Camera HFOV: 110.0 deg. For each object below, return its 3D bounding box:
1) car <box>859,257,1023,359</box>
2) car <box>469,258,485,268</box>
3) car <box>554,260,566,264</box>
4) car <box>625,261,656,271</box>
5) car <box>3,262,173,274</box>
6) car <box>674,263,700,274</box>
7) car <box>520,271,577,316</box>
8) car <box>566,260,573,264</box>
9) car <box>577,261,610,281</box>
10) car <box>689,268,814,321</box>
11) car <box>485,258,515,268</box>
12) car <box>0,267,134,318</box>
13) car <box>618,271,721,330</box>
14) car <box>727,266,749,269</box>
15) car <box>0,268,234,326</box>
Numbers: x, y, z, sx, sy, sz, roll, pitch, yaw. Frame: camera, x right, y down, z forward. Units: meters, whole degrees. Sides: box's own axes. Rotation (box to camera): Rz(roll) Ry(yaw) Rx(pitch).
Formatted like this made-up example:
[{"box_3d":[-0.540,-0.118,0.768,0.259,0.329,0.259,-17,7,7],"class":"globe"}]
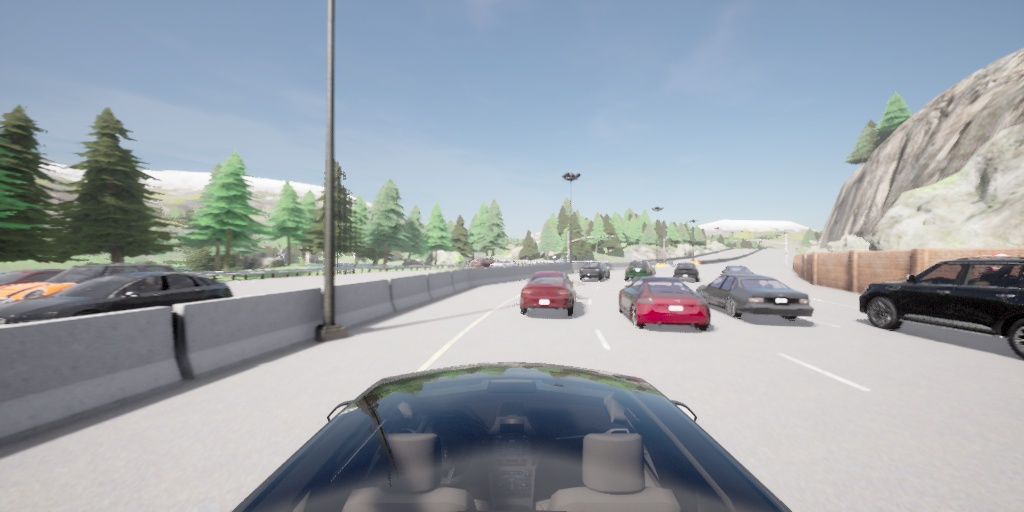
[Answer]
[{"box_3d":[11.108,1.041,8.148,2.150,2.045,5.566,0,0,7],"class":"car"},{"box_3d":[-4.274,1.113,52.907,2.097,1.767,4.553,0,0,36],"class":"car"},{"box_3d":[8.379,1.386,58.054,2.033,1.411,5.357,0,0,38],"class":"car"},{"box_3d":[11.069,1.187,30.752,2.097,1.767,4.553,0,0,26],"class":"car"},{"box_3d":[-13.178,1.032,11.466,2.097,1.767,4.553,0,0,8],"class":"car"},{"box_3d":[15.203,1.364,31.144,1.837,1.490,4.892,0,0,29],"class":"car"},{"box_3d":[1.440,1.292,13.578,1.812,1.442,4.674,0,0,10],"class":"car"},{"box_3d":[10.705,1.451,55.360,1.895,1.301,4.718,0,0,39],"class":"car"},{"box_3d":[7.195,1.304,30.863,2.128,1.511,4.902,0,0,26],"class":"car"},{"box_3d":[8.344,1.354,12.907,2.033,1.411,5.357,0,0,11],"class":"car"},{"box_3d":[-1.338,1.302,51.025,1.812,1.442,4.674,0,0,36],"class":"car"},{"box_3d":[-16.598,1.186,12.366,1.812,1.442,4.674,0,0,9],"class":"car"},{"box_3d":[4.608,1.348,11.405,1.994,1.385,4.181,0,0,9],"class":"car"},{"box_3d":[16.564,1.412,26.456,2.033,1.411,5.357,0,0,26],"class":"car"},{"box_3d":[-9.937,1.202,9.359,1.837,1.490,4.892,0,0,6],"class":"car"}]
